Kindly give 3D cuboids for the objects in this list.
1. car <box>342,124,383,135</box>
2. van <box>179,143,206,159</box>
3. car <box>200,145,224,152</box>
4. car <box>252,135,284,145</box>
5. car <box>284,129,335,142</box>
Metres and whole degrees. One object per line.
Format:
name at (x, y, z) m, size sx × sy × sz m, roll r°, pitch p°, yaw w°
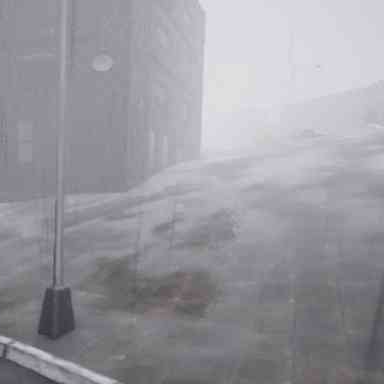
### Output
car at (14.699, -4.864, 27.326) m, size 2.002 × 1.452 × 4.674 m, roll 1°, pitch 2°, yaw -32°
van at (0.044, -6.157, 50.694) m, size 1.878 × 1.987 × 4.442 m, roll 1°, pitch 2°, yaw -32°
car at (2.903, -5.738, 46.129) m, size 2.231 × 1.521 × 4.892 m, roll 1°, pitch 2°, yaw -32°
car at (8.758, -5.458, 36.800) m, size 2.185 × 1.767 × 4.553 m, roll 1°, pitch 2°, yaw -32°
car at (11.690, -5.249, 32.127) m, size 2.185 × 1.767 × 4.553 m, roll 1°, pitch 2°, yaw -32°
